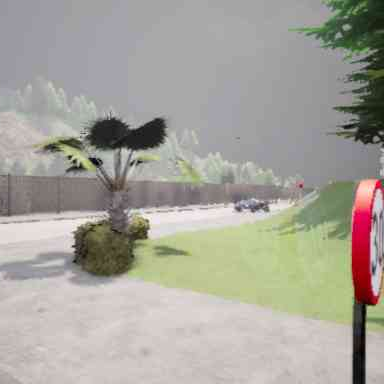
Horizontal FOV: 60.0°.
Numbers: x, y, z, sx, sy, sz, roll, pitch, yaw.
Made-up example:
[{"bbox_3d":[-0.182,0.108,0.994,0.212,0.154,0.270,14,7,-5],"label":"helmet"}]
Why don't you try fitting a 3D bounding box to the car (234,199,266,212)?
[{"bbox_3d":[6.379,1.420,35.478,1.895,1.301,4.718,1,0,36],"label":"car"}]
